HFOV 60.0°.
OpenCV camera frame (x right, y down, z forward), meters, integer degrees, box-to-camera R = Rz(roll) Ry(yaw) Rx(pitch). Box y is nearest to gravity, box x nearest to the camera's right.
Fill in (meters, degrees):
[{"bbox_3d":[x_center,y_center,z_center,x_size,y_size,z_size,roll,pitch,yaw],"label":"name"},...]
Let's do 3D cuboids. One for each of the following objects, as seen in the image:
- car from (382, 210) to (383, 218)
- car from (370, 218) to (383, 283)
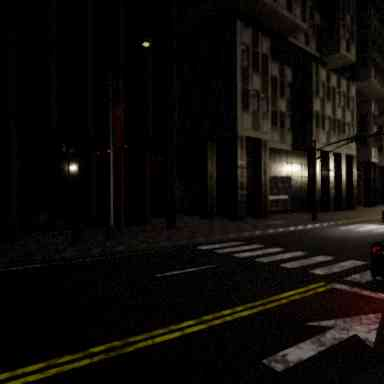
[{"bbox_3d":[16.210,1.494,25.434,4.902,1.511,2.128,0,0,-41],"label":"car"},{"bbox_3d":[6.403,1.476,8.407,5.008,1.535,1.882,0,0,-38],"label":"car"}]
